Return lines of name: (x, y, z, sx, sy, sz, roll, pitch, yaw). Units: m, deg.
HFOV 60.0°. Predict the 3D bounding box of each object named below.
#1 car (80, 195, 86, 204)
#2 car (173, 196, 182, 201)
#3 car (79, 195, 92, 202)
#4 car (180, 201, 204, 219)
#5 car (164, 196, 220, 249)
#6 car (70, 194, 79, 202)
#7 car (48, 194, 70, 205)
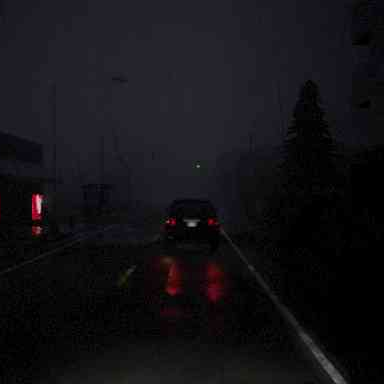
car: (-18.922, 1.488, 62.989, 2.007, 1.523, 4.514, 0, 0, 0)
car: (-3.500, 1.588, 80.985, 1.895, 1.301, 4.718, 0, 0, 0)
car: (-25.952, 1.551, 81.460, 1.970, 1.475, 3.806, 0, 0, 0)
car: (0.000, 1.572, 29.650, 1.994, 1.385, 4.181, 0, 0, 0)
car: (0.000, 1.257, 14.680, 2.150, 2.045, 5.566, 0, 0, 0)
car: (-25.891, 1.287, 72.981, 1.932, 1.855, 4.605, 0, 0, 0)
car: (-22.566, 1.422, 55.930, 1.970, 1.475, 3.806, 0, 0, 0)
